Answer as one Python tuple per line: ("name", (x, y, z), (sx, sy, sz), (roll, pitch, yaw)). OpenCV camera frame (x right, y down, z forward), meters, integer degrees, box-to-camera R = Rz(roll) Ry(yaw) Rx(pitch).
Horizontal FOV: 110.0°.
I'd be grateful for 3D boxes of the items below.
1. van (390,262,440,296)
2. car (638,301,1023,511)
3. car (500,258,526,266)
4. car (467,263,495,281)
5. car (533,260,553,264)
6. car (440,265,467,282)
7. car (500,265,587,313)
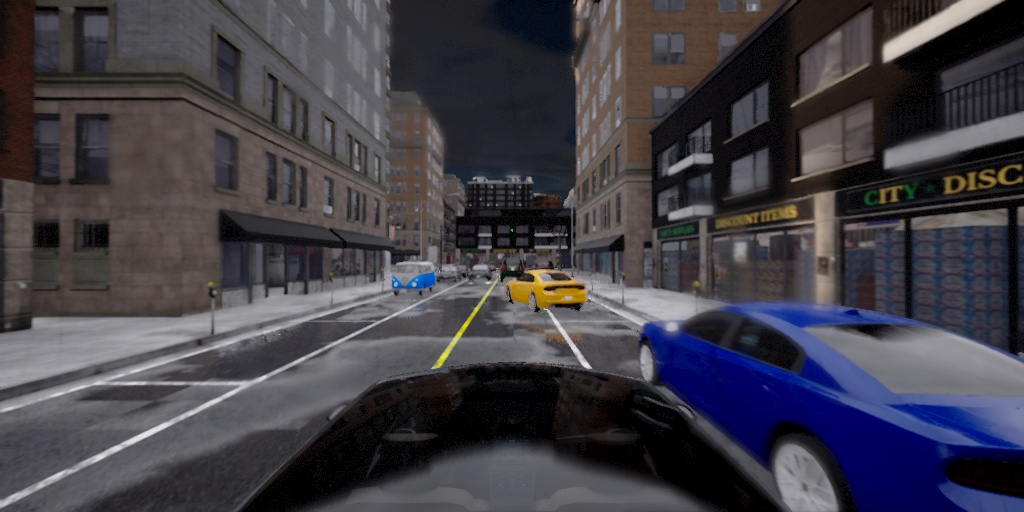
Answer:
("van", (-5.390, 1.213, 19.943), (1.690, 1.789, 3.998), (0, 0, 0))
("car", (3.015, 1.243, 3.998), (1.882, 1.535, 5.008), (0, 0, 0))
("car", (0.078, 1.179, 32.285), (2.150, 2.045, 5.566), (0, 0, 0))
("car", (-2.823, 1.484, 32.658), (1.812, 1.442, 4.674), (0, -1, 0))
("car", (2.634, 1.264, 31.267), (2.192, 1.841, 5.009), (0, 0, 0))
("car", (-5.391, 1.499, 31.266), (2.007, 1.370, 4.403), (0, 0, 0))
("car", (1.210, 1.315, 14.812), (1.882, 1.535, 5.008), (0, 0, -18))
